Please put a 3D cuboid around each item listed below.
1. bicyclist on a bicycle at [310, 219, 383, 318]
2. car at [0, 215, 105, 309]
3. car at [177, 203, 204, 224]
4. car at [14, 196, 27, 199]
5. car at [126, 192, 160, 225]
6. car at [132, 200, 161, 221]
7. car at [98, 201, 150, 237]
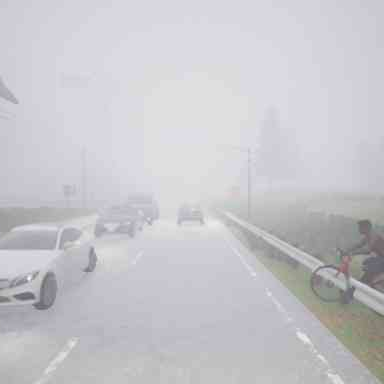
[{"bbox_3d":[3.060,1.326,5.909,1.656,1.620,0.582,13,4,13],"label":"bicyclist on a bicycle"},{"bbox_3d":[-3.661,1.512,7.976,1.812,1.442,4.674,0,0,0],"label":"car"},{"bbox_3d":[-0.105,1.506,24.354,2.033,1.411,5.357,0,0,-1],"label":"car"},{"bbox_3d":[-32.841,1.414,63.499,1.784,1.438,3.905,0,0,-1],"label":"car"},{"bbox_3d":[-3.695,1.120,23.791,2.150,2.045,5.566,0,4,-1],"label":"car"},{"bbox_3d":[-3.799,1.514,28.471,1.812,1.442,4.674,0,2,0],"label":"car"},{"bbox_3d":[-3.741,1.462,17.714,2.128,1.511,4.902,0,0,0],"label":"car"}]
